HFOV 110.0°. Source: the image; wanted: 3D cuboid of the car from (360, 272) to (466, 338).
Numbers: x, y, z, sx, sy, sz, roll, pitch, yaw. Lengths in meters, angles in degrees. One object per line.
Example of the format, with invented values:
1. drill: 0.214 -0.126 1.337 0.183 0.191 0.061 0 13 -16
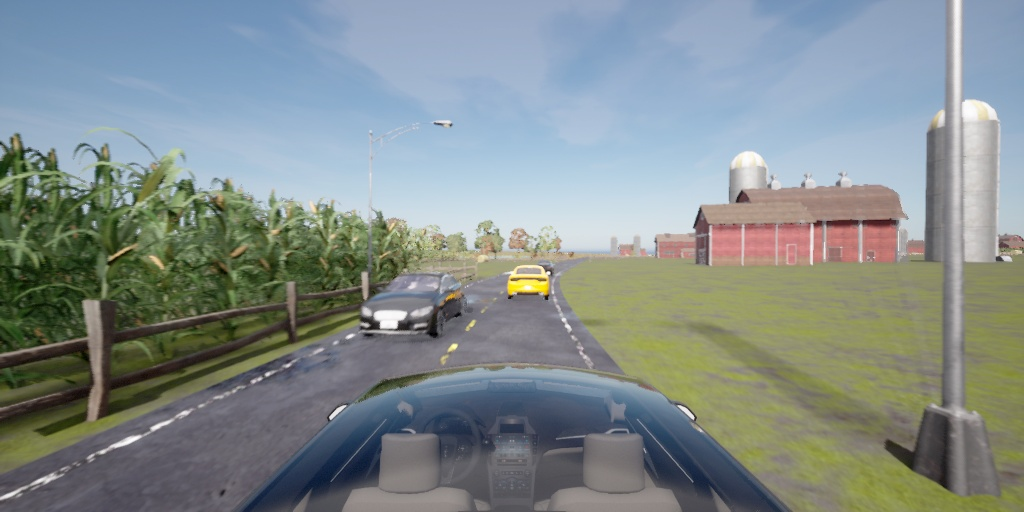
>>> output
1. car: -2.552 1.227 10.240 2.128 1.511 4.902 0 0 3

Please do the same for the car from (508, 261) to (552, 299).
1. car: 0.892 1.210 17.984 1.882 1.535 5.008 0 0 5

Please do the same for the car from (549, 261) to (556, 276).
1. car: 3.339 1.213 36.460 1.812 1.442 4.674 0 0 10
